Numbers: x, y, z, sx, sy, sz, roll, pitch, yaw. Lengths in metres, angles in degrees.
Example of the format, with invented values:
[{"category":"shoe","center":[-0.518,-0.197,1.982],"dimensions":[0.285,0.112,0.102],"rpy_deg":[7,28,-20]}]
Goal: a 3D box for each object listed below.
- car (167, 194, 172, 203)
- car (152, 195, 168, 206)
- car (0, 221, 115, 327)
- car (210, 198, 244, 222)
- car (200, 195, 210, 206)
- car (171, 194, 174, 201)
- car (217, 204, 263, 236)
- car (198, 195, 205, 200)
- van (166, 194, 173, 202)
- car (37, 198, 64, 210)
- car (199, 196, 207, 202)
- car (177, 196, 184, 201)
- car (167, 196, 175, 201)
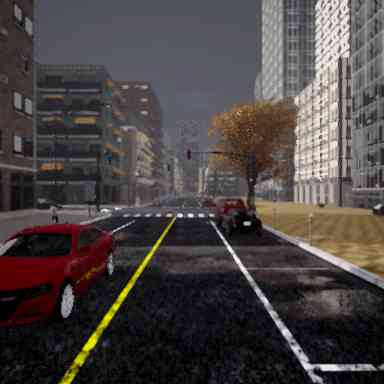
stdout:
[{"category":"car","center":[-5.675,1.632,67.301],"dimensions":[2.008,1.369,4.403],"rpy_deg":[0,0,0]},{"category":"car","center":[-5.677,1.611,56.235],"dimensions":[2.008,1.369,4.403],"rpy_deg":[0,0,0]},{"category":"car","center":[-3.097,1.483,7.422],"dimensions":[1.882,1.535,5.008],"rpy_deg":[0,0,0]},{"category":"car","center":[2.698,1.334,23.845],"dimensions":[2.192,1.841,5.009],"rpy_deg":[0,0,0]},{"category":"car","center":[2.703,1.605,56.233],"dimensions":[1.887,1.381,4.507],"rpy_deg":[0,0,0]},{"category":"car","center":[-5.673,1.544,78.366],"dimensions":[1.967,1.590,4.097],"rpy_deg":[0,0,0]},{"category":"car","center":[2.696,1.580,18.322],"dimensions":[1.947,1.339,4.313],"rpy_deg":[0,0,0]},{"category":"car","center":[2.711,1.667,95.132],"dimensions":[1.752,1.417,4.829],"rpy_deg":[0,0,0]},{"category":"van","center":[-5.672,1.457,83.899],"dimensions":[1.690,1.788,3.998],"rpy_deg":[0,0,0]},{"category":"car","center":[-16.418,1.373,36.832],"dimensions":[4.403,1.369,2.008],"rpy_deg":[1,-1,-1]},{"category":"car","center":[2.709,1.698,83.896],"dimensions":[1.802,1.307,4.206],"rpy_deg":[0,0,0]},{"category":"car","center":[-2.981,1.697,88.725],"dimensions":[1.895,1.301,4.718],"rpy_deg":[0,0,0]},{"category":"car","center":[-5.670,1.710,89.431],"dimensions":[1.802,1.307,4.206],"rpy_deg":[0,0,0]}]
